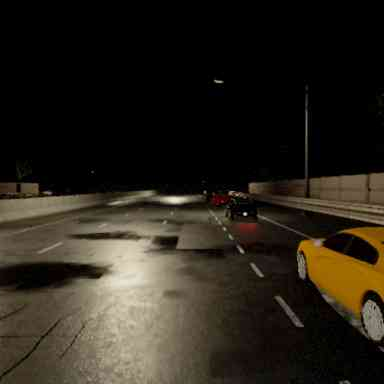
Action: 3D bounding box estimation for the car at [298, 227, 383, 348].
[{"bbox_3d":[3.501,1.389,6.146,1.882,1.535,5.008,0,1,0],"label":"car"}]

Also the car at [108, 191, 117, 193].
[{"bbox_3d":[-17.304,0.516,71.659,1.895,1.301,4.718,0,1,0],"label":"car"}]

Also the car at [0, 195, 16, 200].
[{"bbox_3d":[-17.570,1.083,30.300,1.837,1.490,4.892,0,1,0],"label":"car"}]

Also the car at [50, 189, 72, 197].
[{"bbox_3d":[-24.375,0.410,62.105,2.150,2.045,5.566,0,1,0],"label":"car"}]

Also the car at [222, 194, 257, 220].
[{"bbox_3d":[3.509,1.164,24.321,1.837,1.490,4.892,0,1,0],"label":"car"}]

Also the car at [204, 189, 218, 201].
[{"bbox_3d":[3.605,0.460,57.350,2.150,2.045,5.566,0,1,0],"label":"car"}]

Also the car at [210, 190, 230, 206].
[{"bbox_3d":[3.543,0.923,40.774,1.882,1.535,5.008,0,1,0],"label":"car"}]

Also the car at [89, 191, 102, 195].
[{"bbox_3d":[-20.804,0.444,71.714,1.812,1.442,4.674,0,1,0],"label":"car"}]
